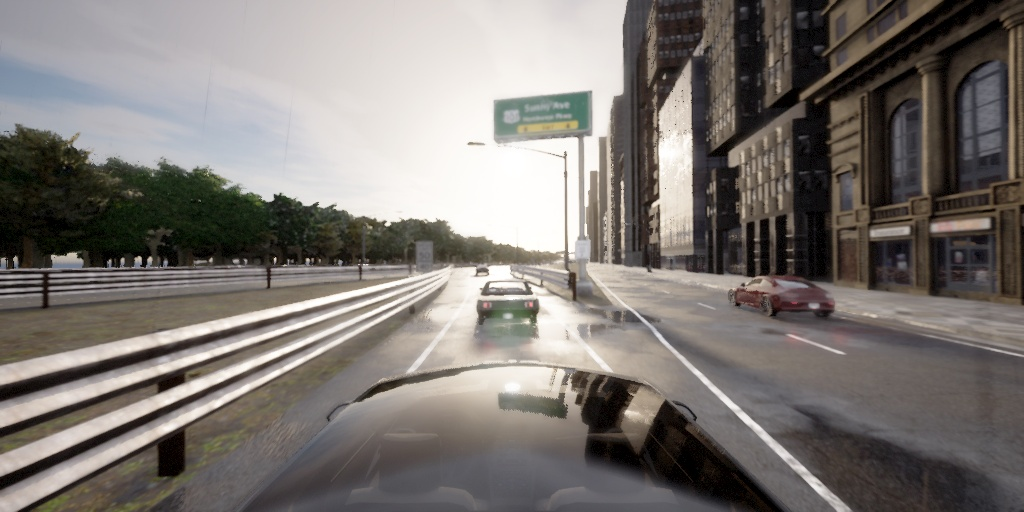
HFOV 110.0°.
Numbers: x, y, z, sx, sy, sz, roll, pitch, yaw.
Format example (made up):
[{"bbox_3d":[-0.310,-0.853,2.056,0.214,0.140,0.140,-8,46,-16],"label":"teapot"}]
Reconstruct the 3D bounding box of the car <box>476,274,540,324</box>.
[{"bbox_3d":[-0.209,1.467,12.550,1.895,1.301,4.718,0,-1,-3],"label":"car"}]

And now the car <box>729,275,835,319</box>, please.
[{"bbox_3d":[10.104,1.461,13.774,1.812,1.442,4.674,-1,-1,10],"label":"car"}]

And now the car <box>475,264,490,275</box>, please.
[{"bbox_3d":[-4.049,1.886,49.683,1.812,1.442,4.674,0,-1,-4],"label":"car"}]
